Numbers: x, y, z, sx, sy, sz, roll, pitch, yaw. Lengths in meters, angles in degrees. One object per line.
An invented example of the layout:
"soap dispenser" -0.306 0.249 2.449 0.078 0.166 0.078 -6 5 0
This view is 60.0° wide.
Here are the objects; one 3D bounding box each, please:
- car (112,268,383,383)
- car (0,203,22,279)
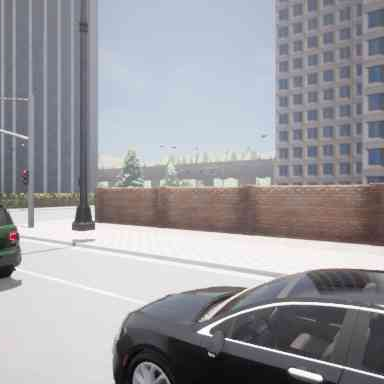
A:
"car" 1.343 1.505 3.035 4.892 1.490 1.837 0 0 36
"car" -6.735 1.221 8.778 5.566 2.045 2.150 0 0 35
